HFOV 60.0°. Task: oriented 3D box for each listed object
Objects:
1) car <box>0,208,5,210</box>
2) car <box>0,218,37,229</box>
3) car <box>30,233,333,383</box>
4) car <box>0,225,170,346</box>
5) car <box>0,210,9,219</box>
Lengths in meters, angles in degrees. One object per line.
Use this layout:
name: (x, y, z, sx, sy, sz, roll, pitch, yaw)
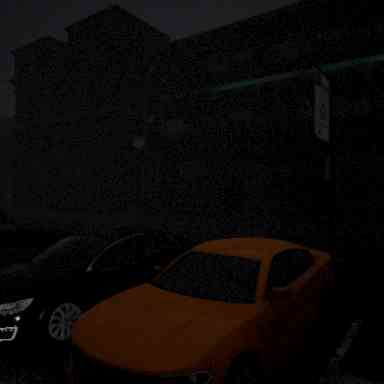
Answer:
car: (-8.493, 1.359, 11.455, 2.185, 1.767, 4.553, 0, 0, 36)
car: (-3.970, 1.513, 8.225, 2.163, 1.488, 4.792, 0, 0, 36)
car: (0.643, 1.480, 4.904, 2.097, 1.535, 5.008, 0, 0, 36)
car: (-1.721, 1.483, 6.592, 2.231, 1.521, 4.892, 0, 0, 36)
car: (-6.253, 1.485, 9.811, 2.097, 1.535, 5.008, 0, 0, 36)
